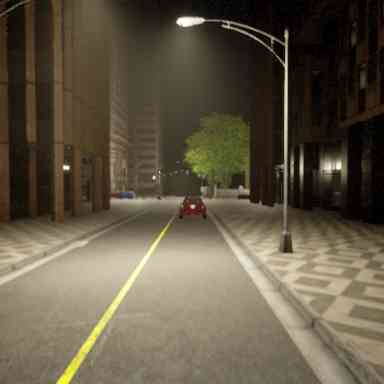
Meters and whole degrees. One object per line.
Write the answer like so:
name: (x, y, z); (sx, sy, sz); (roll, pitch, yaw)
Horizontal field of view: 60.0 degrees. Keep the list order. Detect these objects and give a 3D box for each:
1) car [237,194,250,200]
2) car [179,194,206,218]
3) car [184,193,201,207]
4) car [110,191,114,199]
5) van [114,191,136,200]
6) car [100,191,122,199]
car: (12.066, 1.139, 73.470); (4.313, 1.339, 1.947); (0, 1, 0)
car: (0.089, 1.146, 27.245); (2.097, 1.767, 4.553); (0, 1, 1)
car: (0.094, 1.023, 44.263); (2.097, 1.767, 4.553); (0, 0, 0)
car: (-20.031, 0.952, 73.623); (4.097, 1.590, 1.967); (0, 1, 0)
van: (-14.591, 0.861, 73.594); (3.998, 1.788, 1.690); (0, 1, 0)
car: (-19.998, 0.640, 82.143); (5.009, 1.841, 2.192); (0, 1, 0)
